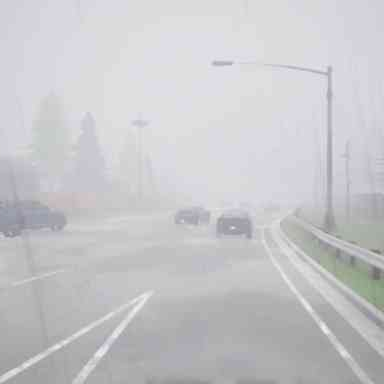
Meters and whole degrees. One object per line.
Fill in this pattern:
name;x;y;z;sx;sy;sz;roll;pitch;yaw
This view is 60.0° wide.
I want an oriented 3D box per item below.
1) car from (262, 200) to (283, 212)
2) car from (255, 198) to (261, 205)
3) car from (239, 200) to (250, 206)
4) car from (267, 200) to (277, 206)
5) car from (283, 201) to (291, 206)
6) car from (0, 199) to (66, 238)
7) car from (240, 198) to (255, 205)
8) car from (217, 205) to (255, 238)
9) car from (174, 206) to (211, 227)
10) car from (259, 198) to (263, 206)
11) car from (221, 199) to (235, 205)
car;12.305;2.303;50.544;1.994;1.385;4.181;0;-1;19
car;16.971;2.449;85.136;2.150;2.045;5.566;0;-1;19
car;13.735;2.778;86.484;1.994;1.385;4.181;0;-1;19
car;20.261;2.703;83.941;1.882;1.535;5.008;0;-1;19
car;23.531;2.820;82.691;1.895;1.301;4.718;0;-1;19
car;-9.838;1.431;19.311;2.150;2.045;5.566;0;-1;19
car;11.285;2.456;68.894;1.882;1.535;5.008;0;-1;19
car;2.634;1.756;19.739;1.882;1.535;5.008;0;-1;12
car;0.127;1.861;26.524;1.837;1.490;4.892;0;-1;19
car;16.752;2.627;73.980;1.994;1.385;4.181;0;-1;19
car;7.355;2.301;68.084;2.097;1.767;4.553;0;-1;19
